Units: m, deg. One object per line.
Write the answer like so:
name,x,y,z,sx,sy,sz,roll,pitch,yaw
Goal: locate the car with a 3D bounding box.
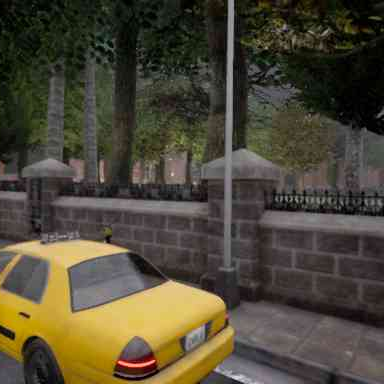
car,-2.050,1.319,4.748,5.366,1.575,1.801,2,1,35
